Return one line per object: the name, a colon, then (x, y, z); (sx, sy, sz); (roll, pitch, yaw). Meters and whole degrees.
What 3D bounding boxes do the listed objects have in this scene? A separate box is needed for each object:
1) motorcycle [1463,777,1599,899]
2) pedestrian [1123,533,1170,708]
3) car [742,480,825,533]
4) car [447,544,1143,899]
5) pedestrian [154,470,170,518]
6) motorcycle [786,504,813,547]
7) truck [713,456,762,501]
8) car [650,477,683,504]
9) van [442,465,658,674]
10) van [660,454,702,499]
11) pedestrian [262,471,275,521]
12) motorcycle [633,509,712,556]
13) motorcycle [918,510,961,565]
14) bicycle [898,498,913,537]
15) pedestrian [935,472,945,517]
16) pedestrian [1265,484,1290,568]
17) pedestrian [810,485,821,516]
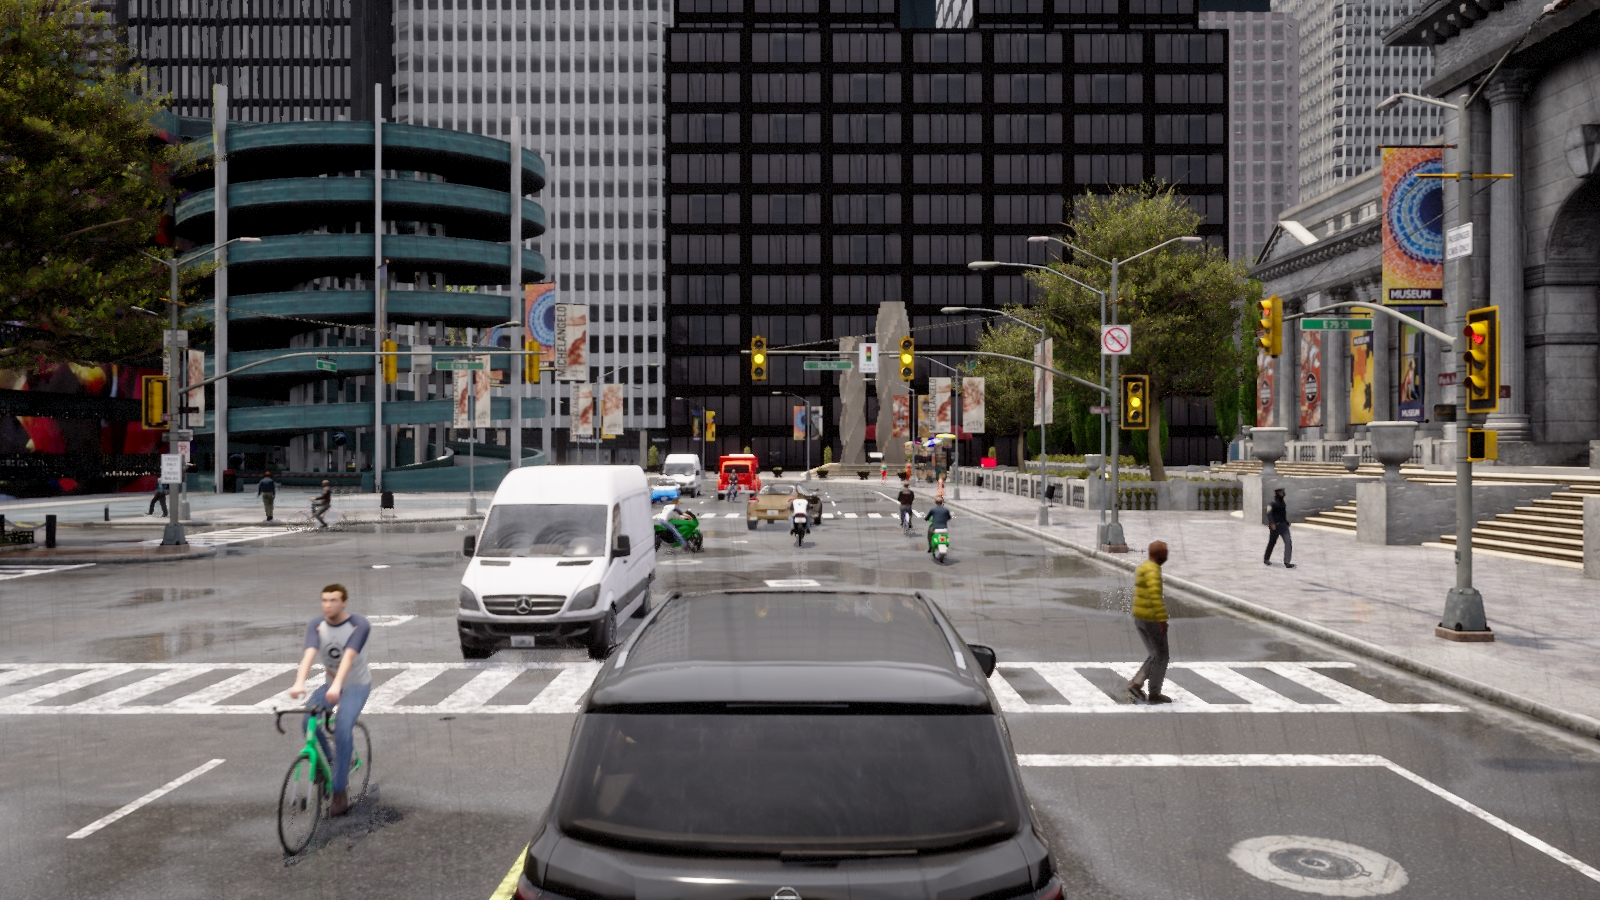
motorcycle: (3.492, 2.171, 4.184); (0.764, 1.277, 2.356); (0, 0, 0)
pedestrian: (3.796, 1.852, 12.515); (0.375, 1.860, 0.375); (0, 0, -6)
car: (-0.520, 2.000, 41.626); (2.152, 1.651, 5.027); (0, 0, 10)
car: (0.016, 1.783, 6.319); (2.150, 2.045, 5.566); (0, 0, 1)
pedestrian: (-24.923, 1.707, 44.623); (0.375, 1.860, 0.375); (0, 0, 10)
motorcycle: (-0.014, 2.220, 33.995); (0.803, 1.145, 2.033); (0, 0, 0)
truck: (-3.555, 1.581, 65.929); (2.627, 2.467, 5.204); (0, 0, -1)
car: (-7.001, 2.132, 60.120); (1.481, 1.376, 2.207); (0, 0, 0)
van: (-3.508, 1.538, 17.312); (1.988, 2.561, 5.915); (0, 0, 0)
van: (-7.081, 1.548, 68.364); (1.988, 2.561, 5.915); (0, 0, -1)
pedestrian: (-19.763, 1.705, 42.478); (0.375, 1.860, 0.375); (0, 0, -18)
motorcycle: (-3.450, 2.219, 30.956); (2.033, 1.145, 0.803); (0, 0, -41)
motorcycle: (3.515, 2.188, 28.878); (0.856, 1.236, 1.805); (0, 0, 0)
bicycle: (3.491, 2.218, 37.882); (0.329, 1.171, 1.835); (0, 0, 0)
pedestrian: (5.858, 1.858, 47.911); (0.375, 1.860, 0.375); (0, 0, -3)
pedestrian: (10.781, 1.702, 25.796); (0.375, 1.860, 0.375); (0, 0, -14)
pedestrian: (0.651, 2.139, 48.264); (0.375, 1.300, 0.375); (0, 0, -23)
